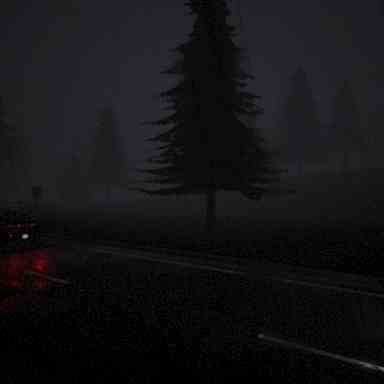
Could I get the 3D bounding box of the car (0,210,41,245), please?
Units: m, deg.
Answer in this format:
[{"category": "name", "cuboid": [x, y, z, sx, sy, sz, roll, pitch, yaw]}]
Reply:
[{"category": "car", "cuboid": [-8.627, 1.565, 14.768, 4.902, 1.511, 2.128, 0, 0, 36]}]
